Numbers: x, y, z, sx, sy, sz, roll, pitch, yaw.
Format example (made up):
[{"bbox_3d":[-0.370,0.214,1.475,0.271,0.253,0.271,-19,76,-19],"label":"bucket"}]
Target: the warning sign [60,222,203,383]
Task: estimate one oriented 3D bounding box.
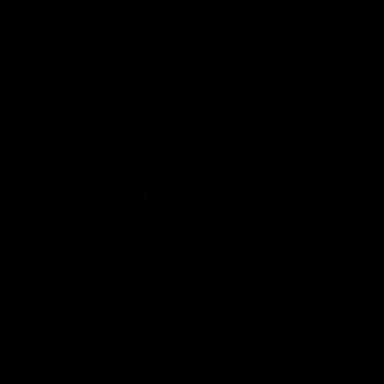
[{"bbox_3d":[-0.683,1.363,3.974,1.060,1.860,1.300,-1,0,38],"label":"warning sign"}]
